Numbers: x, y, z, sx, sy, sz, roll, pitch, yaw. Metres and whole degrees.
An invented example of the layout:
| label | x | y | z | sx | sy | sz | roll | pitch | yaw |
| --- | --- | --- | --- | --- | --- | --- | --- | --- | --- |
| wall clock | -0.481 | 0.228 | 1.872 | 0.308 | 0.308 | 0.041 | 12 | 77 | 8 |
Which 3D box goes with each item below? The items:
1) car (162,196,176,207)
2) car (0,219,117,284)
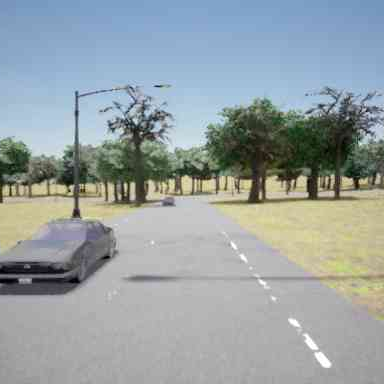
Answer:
| label | x | y | z | sx | sy | sz | roll | pitch | yaw |
| --- | --- | --- | --- | --- | --- | --- | --- | --- | --- |
| car | -3.563 | 1.495 | 52.474 | 1.837 | 1.490 | 4.892 | 0 | 0 | 1 |
| car | -3.602 | 1.541 | 9.849 | 2.033 | 1.411 | 5.357 | 0 | 0 | 0 |
